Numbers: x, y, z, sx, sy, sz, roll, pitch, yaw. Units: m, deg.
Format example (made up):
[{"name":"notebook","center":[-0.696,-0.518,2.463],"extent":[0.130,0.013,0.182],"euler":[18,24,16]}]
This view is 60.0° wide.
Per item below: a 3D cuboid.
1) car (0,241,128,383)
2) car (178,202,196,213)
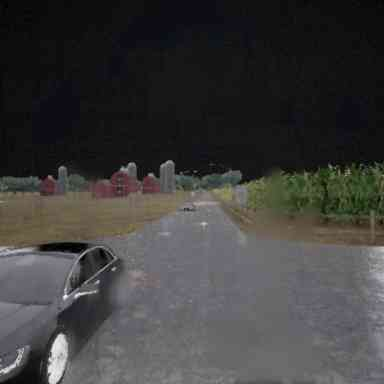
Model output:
[{"name":"car","center":[-2.359,1.646,5.307],"extent":[1.837,1.490,4.892],"euler":[0,-2,3]},{"name":"car","center":[-0.572,1.907,41.860],"extent":[1.994,1.385,4.181],"euler":[0,0,3]}]
